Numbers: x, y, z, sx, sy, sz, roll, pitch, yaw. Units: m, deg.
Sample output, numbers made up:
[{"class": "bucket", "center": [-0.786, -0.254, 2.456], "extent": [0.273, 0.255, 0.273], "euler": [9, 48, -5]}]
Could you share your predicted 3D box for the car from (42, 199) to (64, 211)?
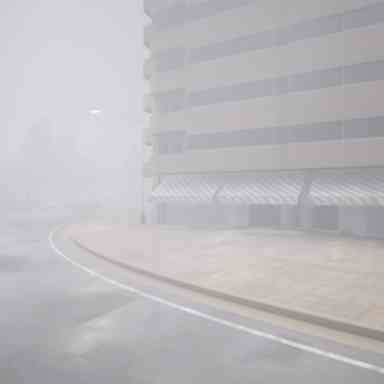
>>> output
[{"class": "car", "center": [-18.508, 1.755, 45.966], "extent": [1.812, 1.442, 4.674], "euler": [0, 0, 23]}]

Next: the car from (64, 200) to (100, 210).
[{"class": "car", "center": [-14.848, 1.833, 45.787], "extent": [1.895, 1.301, 4.718], "euler": [0, 0, 24]}]
